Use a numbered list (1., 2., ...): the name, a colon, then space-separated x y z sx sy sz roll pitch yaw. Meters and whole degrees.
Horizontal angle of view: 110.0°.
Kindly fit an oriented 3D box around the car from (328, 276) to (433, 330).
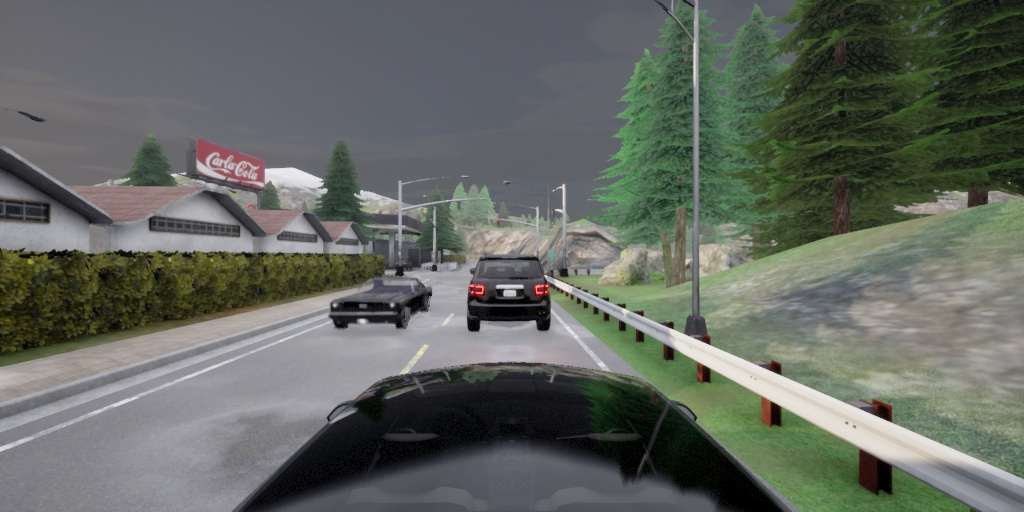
1. car: -3.852 1.345 11.308 1.895 1.301 4.718 0 0 -2

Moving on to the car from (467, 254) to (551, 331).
1. car: -0.141 0.966 11.080 2.150 2.045 5.566 0 0 -2
